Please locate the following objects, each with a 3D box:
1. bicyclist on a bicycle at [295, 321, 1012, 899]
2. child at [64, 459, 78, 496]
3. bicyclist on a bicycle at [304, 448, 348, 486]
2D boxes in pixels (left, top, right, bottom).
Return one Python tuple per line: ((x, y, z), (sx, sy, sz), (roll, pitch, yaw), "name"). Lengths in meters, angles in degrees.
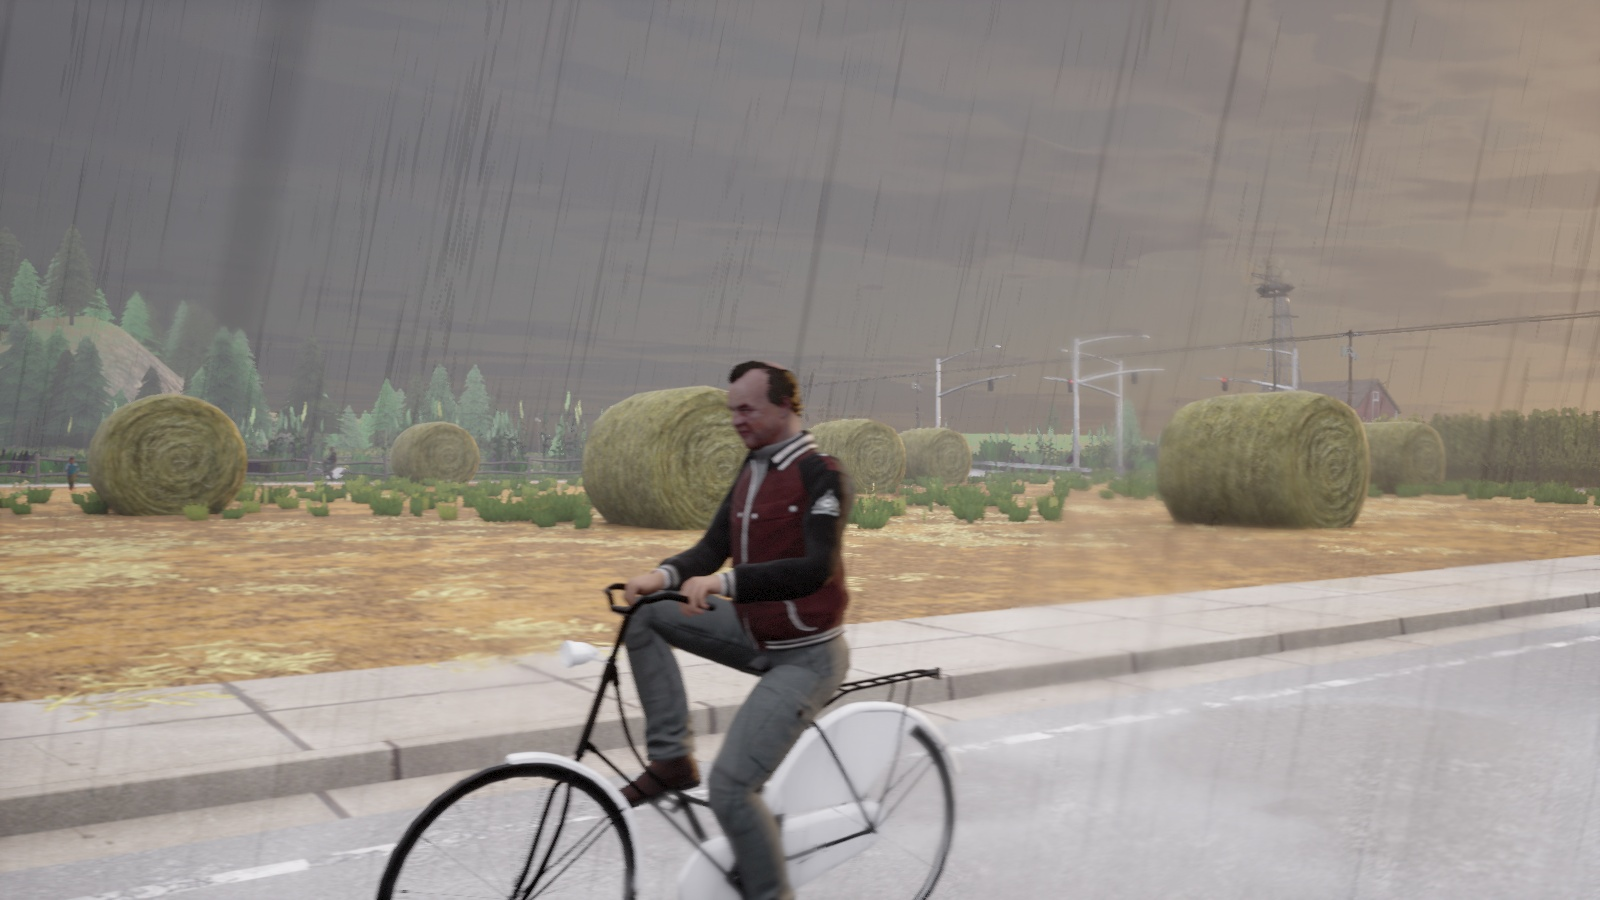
((-0.327, 0.626, 3.432), (1.843, 1.776, 0.659), (1, -1, -35), "bicyclist on a bicycle")
((-23.366, 0.877, 40.240), (0.343, 1.192, 0.448), (0, 0, -22), "child")
((-22.369, 0.781, 59.215), (1.843, 1.776, 0.659), (0, 0, -31), "bicyclist on a bicycle")
